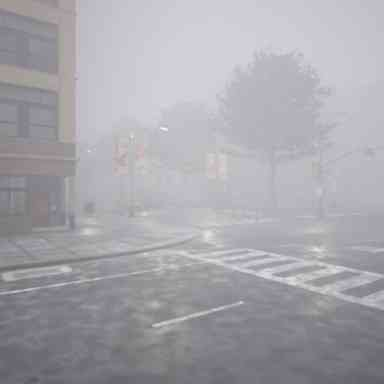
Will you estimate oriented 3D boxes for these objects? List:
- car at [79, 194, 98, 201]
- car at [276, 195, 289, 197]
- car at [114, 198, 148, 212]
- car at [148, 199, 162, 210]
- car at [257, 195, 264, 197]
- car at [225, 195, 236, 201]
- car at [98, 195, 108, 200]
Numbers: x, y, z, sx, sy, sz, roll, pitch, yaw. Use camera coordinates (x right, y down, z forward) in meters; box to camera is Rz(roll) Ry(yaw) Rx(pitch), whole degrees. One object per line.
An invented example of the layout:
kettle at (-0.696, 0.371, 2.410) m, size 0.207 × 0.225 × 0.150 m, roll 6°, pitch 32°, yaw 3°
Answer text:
car at (-26.781, 1.264, 85.943) m, size 2.097 × 1.767 × 4.553 m, roll 0°, pitch 0°, yaw -36°
car at (18.426, 1.304, 69.276) m, size 2.002 × 1.452 × 4.674 m, roll 0°, pitch 0°, yaw -36°
car at (-7.509, 1.472, 39.348) m, size 1.882 × 1.535 × 5.008 m, roll 0°, pitch 0°, yaw -36°
car at (-5.671, 1.595, 42.792) m, size 1.895 × 1.301 × 4.718 m, roll 0°, pitch 0°, yaw -35°
car at (17.597, 1.445, 83.209) m, size 1.895 × 1.301 × 4.718 m, roll 0°, pitch 0°, yaw -36°
car at (7.948, 1.398, 76.757) m, size 2.161 × 1.482 × 4.786 m, roll 0°, pitch 0°, yaw -36°
car at (-23.975, 1.503, 88.036) m, size 1.895 × 1.301 × 4.718 m, roll 0°, pitch 0°, yaw -36°
